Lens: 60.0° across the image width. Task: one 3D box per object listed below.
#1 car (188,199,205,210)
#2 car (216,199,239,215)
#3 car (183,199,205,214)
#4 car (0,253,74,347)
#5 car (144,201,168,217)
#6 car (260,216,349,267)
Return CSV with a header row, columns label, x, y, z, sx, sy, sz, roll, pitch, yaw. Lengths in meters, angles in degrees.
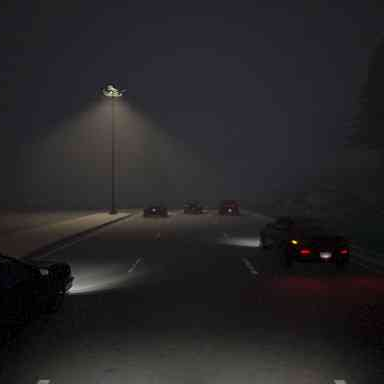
label,x,y,z,sx,sy,sz,roll,pitch,yaw
car,0.650,1.601,44.535,1.895,1.301,4.718,0,0,6
car,3.633,1.503,34.005,1.837,1.490,4.892,0,0,1
car,0.149,1.526,35.380,1.812,1.442,4.674,0,0,1
car,-3.397,1.547,4.520,2.033,1.411,5.357,0,0,0
car,-3.387,1.564,31.691,1.994,1.385,4.181,0,0,0
car,3.602,1.525,11.253,1.812,1.442,4.674,0,0,0
